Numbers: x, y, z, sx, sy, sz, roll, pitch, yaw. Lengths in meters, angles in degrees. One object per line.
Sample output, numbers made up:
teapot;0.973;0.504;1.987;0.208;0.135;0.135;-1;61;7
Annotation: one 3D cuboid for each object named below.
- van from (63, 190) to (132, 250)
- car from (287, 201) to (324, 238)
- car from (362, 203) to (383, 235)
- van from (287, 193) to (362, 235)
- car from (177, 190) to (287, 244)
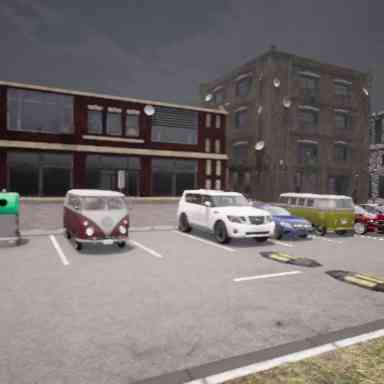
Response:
van;-3.611;0.918;12.352;1.878;1.987;4.442;1;1;-27
car;3.692;1.314;16.226;2.002;1.452;4.674;1;1;-27
car;8.599;1.380;18.735;2.097;1.535;5.008;1;1;-27
van;6.210;1.098;17.631;1.878;1.987;4.442;1;1;-27
car;1.258;0.975;14.937;2.435;2.045;5.566;1;1;-27
